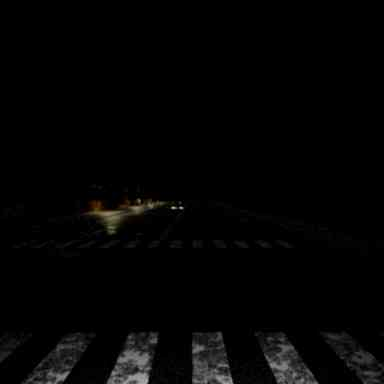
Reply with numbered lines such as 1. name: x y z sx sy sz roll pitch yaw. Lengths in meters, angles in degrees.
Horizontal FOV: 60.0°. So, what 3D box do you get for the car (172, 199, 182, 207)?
1. car: -3.104 2.261 70.023 2.097 1.767 4.553 0 -1 0
